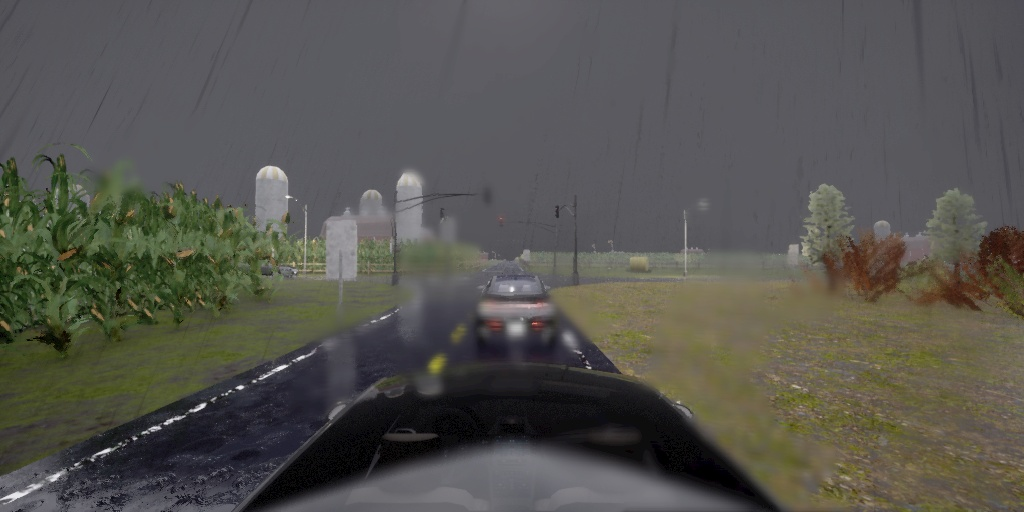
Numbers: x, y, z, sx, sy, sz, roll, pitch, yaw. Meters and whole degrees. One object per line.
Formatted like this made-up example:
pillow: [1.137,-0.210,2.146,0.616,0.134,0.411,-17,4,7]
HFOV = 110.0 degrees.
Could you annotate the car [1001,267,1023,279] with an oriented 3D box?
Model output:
car: [48.659,1.720,33.524,4.674,1.442,1.812,1,-1,-5]

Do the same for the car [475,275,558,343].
car: [0.099,1.245,9.660,2.128,1.511,4.902,0,0,0]

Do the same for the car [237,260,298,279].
car: [-19.947,1.059,28.811,4.902,1.511,2.128,0,-1,-4]
